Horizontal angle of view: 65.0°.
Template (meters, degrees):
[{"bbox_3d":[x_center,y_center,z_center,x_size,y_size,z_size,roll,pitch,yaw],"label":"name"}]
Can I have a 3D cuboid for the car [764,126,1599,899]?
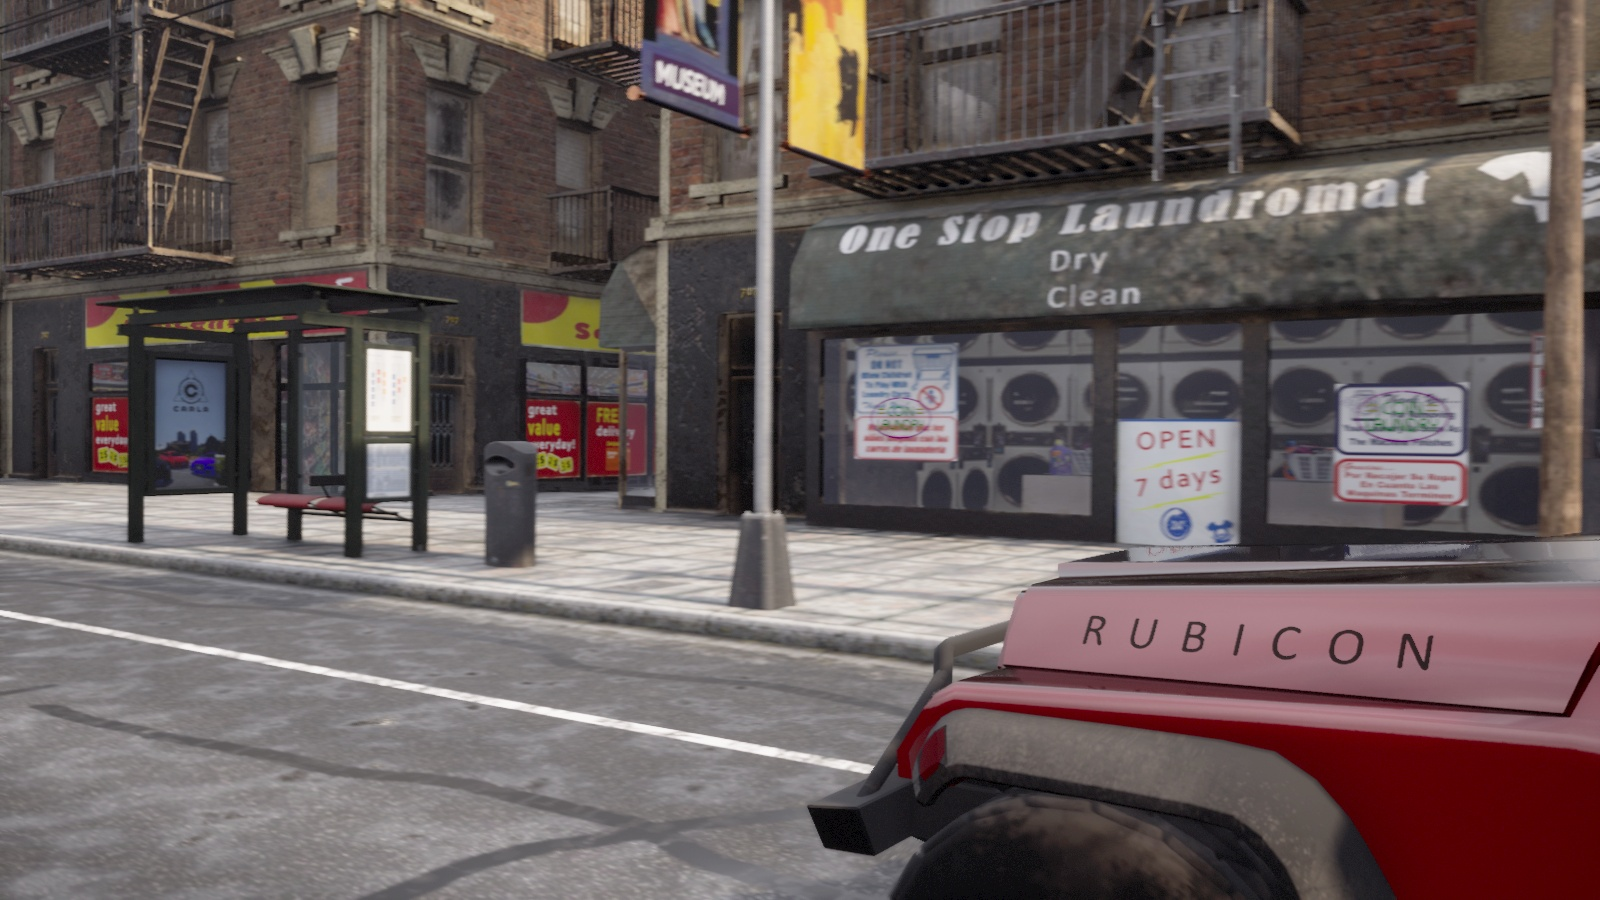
[{"bbox_3d":[2.073,0.478,2.242,3.866,1.878,1.905,0,1,34],"label":"car"}]
